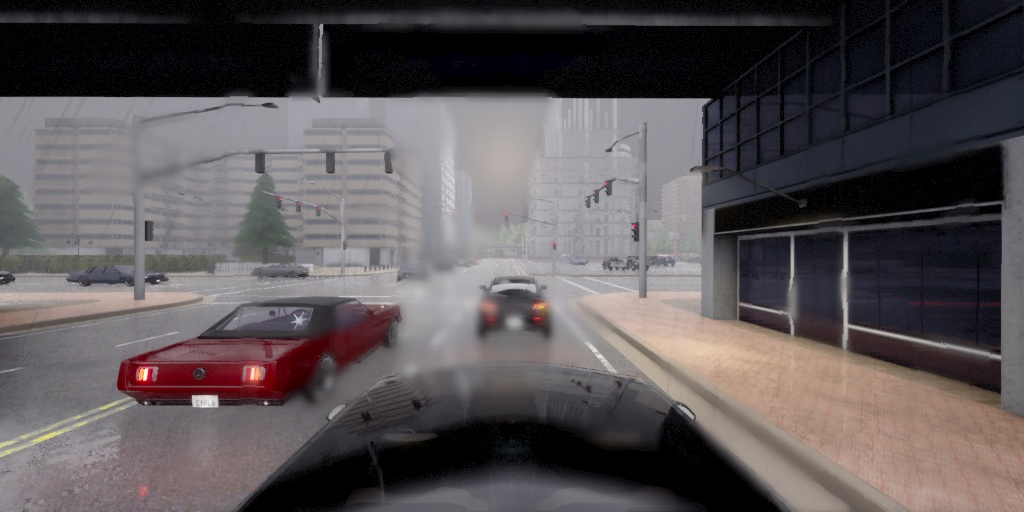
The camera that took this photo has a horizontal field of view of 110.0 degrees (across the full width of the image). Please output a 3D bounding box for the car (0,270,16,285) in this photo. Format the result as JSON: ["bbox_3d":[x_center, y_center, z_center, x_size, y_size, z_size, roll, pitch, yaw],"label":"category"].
[{"bbox_3d":[-36.924,1.255,24.264,4.892,1.490,1.837,0,0,0],"label":"car"}]

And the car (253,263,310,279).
[{"bbox_3d":[-20.196,1.314,31.491,4.181,1.385,1.994,0,0,-2],"label":"car"}]

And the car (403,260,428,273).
[{"bbox_3d":[-11.556,1.276,43.299,1.812,1.442,4.674,0,0,0],"label":"car"}]

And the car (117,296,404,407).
[{"bbox_3d":[-3.439,1.351,6.262,1.895,1.301,4.718,0,0,0],"label":"car"}]

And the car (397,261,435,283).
[{"bbox_3d":[-7.568,1.314,28.021,1.994,1.385,4.181,0,0,-3],"label":"car"}]

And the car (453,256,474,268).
[{"bbox_3d":[-8.178,1.242,60.682,2.128,1.511,4.902,0,0,0],"label":"car"}]

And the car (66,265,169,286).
[{"bbox_3d":[-26.671,1.297,24.318,5.357,1.411,2.033,0,0,0],"label":"car"}]

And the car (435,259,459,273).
[{"bbox_3d":[-8.057,1.351,43.392,1.895,1.301,4.718,0,0,0],"label":"car"}]

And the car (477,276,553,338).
[{"bbox_3d":[0.074,1.276,10.027,1.812,1.442,4.674,0,0,0],"label":"car"}]
